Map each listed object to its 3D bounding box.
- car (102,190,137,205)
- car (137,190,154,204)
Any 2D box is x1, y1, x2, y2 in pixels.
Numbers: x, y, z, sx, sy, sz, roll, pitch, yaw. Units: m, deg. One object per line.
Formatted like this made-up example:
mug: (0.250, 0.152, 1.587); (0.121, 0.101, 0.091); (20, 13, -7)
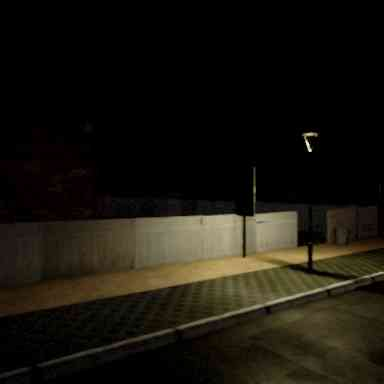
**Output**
car: (-10.384, 0.835, 45.770); (4.553, 1.767, 2.097); (1, 1, 30)
car: (-8.033, 0.728, 48.172); (5.566, 2.045, 2.150); (2, 1, 30)
